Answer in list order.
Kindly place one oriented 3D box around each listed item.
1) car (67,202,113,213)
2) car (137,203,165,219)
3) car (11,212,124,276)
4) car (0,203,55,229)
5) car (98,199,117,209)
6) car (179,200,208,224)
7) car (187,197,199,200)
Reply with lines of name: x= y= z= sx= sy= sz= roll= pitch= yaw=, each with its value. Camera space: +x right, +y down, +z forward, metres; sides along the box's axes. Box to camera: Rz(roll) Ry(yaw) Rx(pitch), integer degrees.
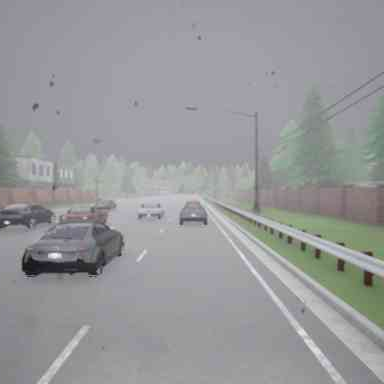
car: x=-6.900 y=1.568 z=21.795 sx=1.895 sy=1.301 sz=4.718 roll=0 pitch=0 yaw=0
car: x=-3.399 y=1.558 z=28.452 sx=1.895 sy=1.301 sz=4.718 roll=0 pitch=0 yaw=0
car: x=-3.399 y=1.548 z=10.259 sx=1.994 sy=1.385 sz=4.181 roll=0 pitch=0 yaw=0
car: x=-10.399 y=1.473 z=21.177 sx=1.837 sy=1.490 sz=4.892 roll=0 pitch=0 yaw=0
car: x=-10.400 y=1.503 z=40.052 sx=1.994 sy=1.385 sz=4.181 roll=0 pitch=0 yaw=0
car: x=0.099 y=1.527 z=24.388 sx=1.994 sy=1.385 sz=4.181 roll=0 pitch=0 yaw=0
car: x=0.099 y=1.414 z=42.044 sx=1.882 sy=1.535 sz=5.008 roll=0 pitch=0 yaw=0
